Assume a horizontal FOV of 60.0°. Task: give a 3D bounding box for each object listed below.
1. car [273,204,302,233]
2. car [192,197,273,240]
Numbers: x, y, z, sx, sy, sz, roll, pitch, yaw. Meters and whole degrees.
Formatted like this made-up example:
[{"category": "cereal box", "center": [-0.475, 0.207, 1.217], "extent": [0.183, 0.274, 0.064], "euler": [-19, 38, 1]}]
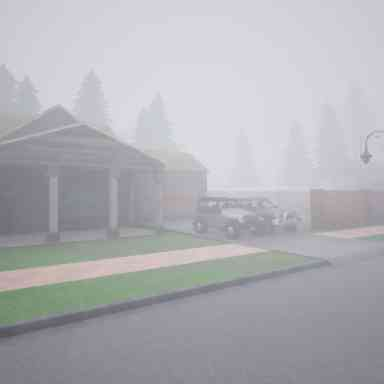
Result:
[{"category": "car", "center": [3.474, 1.174, 17.866], "extent": [1.932, 1.855, 4.605], "euler": [0, 0, -36]}, {"category": "car", "center": [1.664, 1.176, 16.079], "extent": [1.905, 1.878, 3.866], "euler": [0, 0, -36]}]
